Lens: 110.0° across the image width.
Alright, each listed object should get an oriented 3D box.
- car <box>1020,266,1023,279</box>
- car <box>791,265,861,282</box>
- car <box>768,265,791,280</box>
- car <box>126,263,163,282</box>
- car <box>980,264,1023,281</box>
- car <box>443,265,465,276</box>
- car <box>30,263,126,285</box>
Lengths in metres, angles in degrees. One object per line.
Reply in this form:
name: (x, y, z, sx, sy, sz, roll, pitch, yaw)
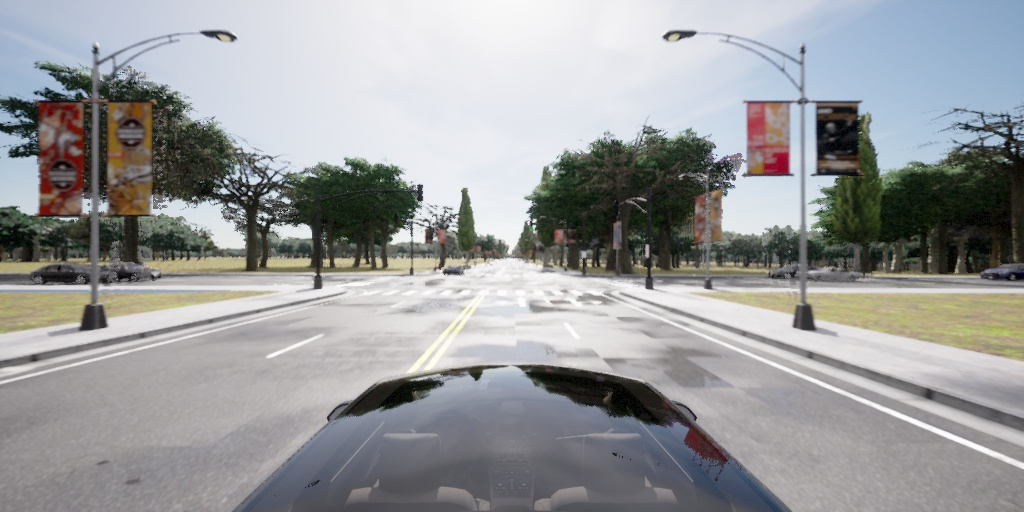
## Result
car: (50.589, 1.837, 32.959, 4.718, 1.301, 1.895, 1, 0, 0)
car: (28.875, 1.684, 32.879, 4.718, 1.301, 1.895, 0, 0, 0)
car: (28.526, 1.602, 36.124, 4.892, 1.490, 1.837, 0, 0, 0)
car: (-31.193, 1.297, 28.962, 4.902, 1.511, 2.128, 0, 0, -1)
car: (50.541, 1.601, 36.211, 4.553, 1.767, 2.097, 0, 0, 0)
car: (-6.497, 1.604, 40.192, 1.895, 1.301, 4.718, 0, -1, 0)
car: (-31.320, 1.294, 25.710, 4.892, 1.490, 1.837, 0, 0, -1)
